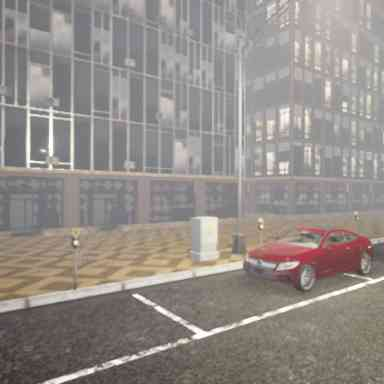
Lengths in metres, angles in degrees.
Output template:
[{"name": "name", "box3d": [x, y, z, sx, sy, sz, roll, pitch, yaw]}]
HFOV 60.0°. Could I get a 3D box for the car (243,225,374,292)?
[{"name": "car", "box3d": [3.246, 1.578, 8.868, 4.206, 1.307, 1.802, 0, 0, -35]}]
